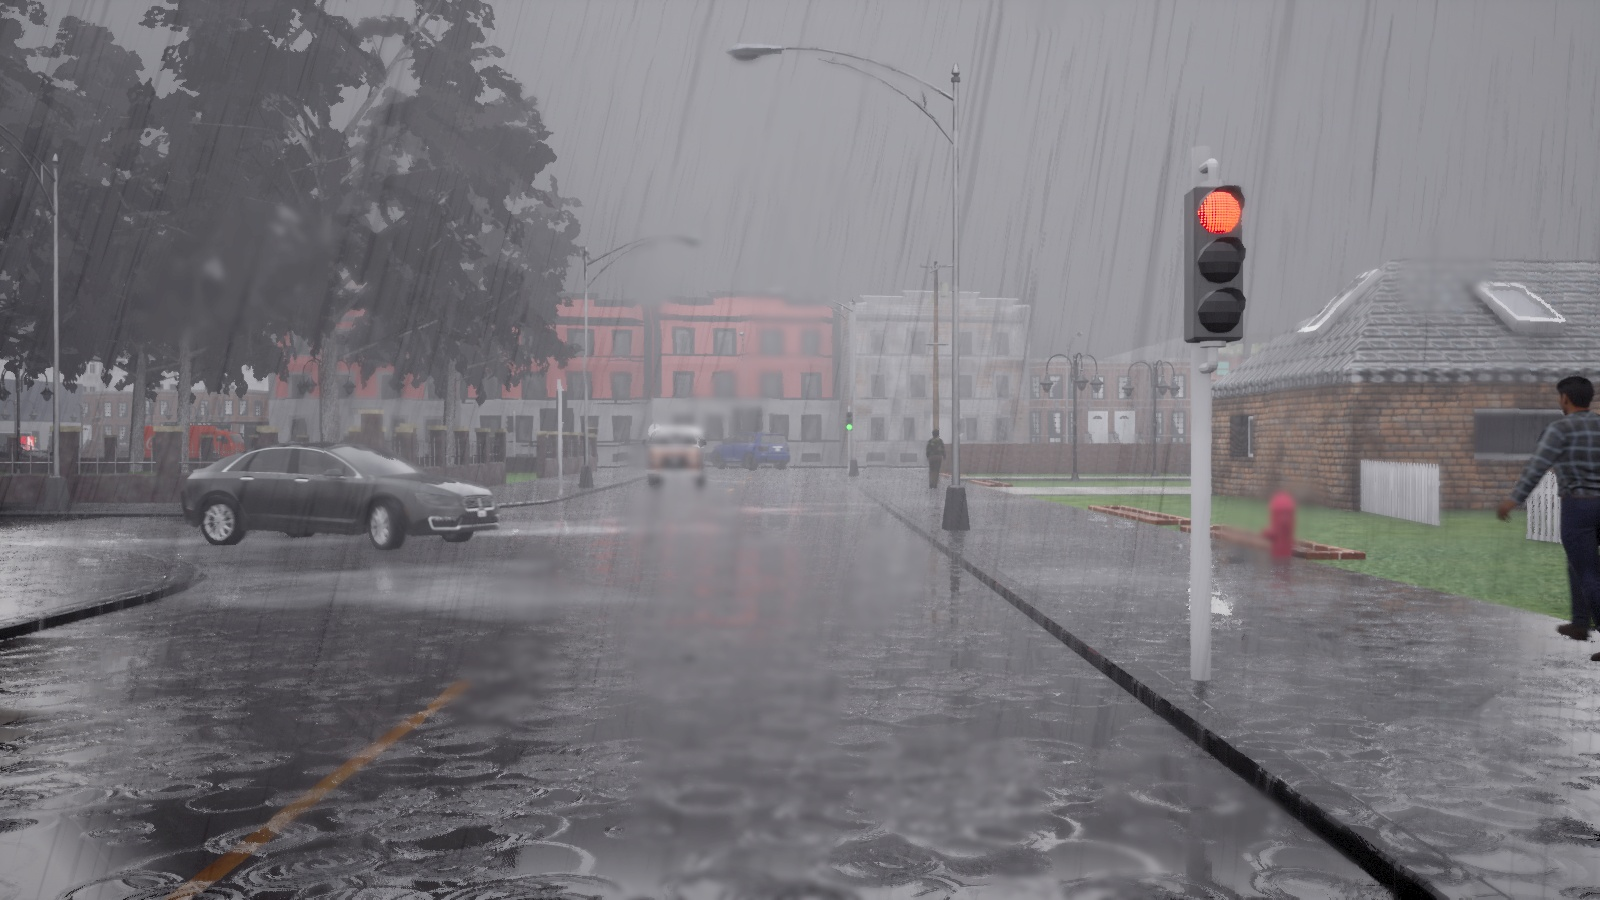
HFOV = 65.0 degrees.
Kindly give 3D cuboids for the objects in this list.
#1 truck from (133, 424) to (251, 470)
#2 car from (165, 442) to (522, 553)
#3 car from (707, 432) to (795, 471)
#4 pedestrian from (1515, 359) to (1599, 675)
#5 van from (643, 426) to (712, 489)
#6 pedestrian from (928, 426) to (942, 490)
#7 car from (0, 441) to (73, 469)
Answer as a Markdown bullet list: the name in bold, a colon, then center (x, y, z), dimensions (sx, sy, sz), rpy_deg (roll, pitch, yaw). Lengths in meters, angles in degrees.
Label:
- **truck**: center (-33.244, -0.155, 68.773), dimensions (5.204, 2.467, 2.627), rpy_deg (0, 0, 0)
- **car**: center (-6.736, 0.641, 18.535), dimensions (4.892, 1.490, 1.837), rpy_deg (0, -1, 20)
- **car**: center (-2.785, 0.069, 69.785), dimensions (2.150, 2.045, 5.566), rpy_deg (0, 0, -35)
- **pedestrian**: center (5.084, 0.414, 8.147), dimensions (0.423, 1.949, 0.788), rpy_deg (0, 0, -1)
- **van**: center (-4.137, 0.224, 42.958), dimensions (2.069, 2.038, 4.480), rpy_deg (0, 0, -2)
- **pedestrian**: center (4.081, 0.245, 38.014), dimensions (0.395, 1.930, 0.692), rpy_deg (0, 0, 9)
- **car**: center (-42.887, 0.280, 68.747), dimensions (4.902, 1.511, 2.128), rpy_deg (0, 0, 0)
